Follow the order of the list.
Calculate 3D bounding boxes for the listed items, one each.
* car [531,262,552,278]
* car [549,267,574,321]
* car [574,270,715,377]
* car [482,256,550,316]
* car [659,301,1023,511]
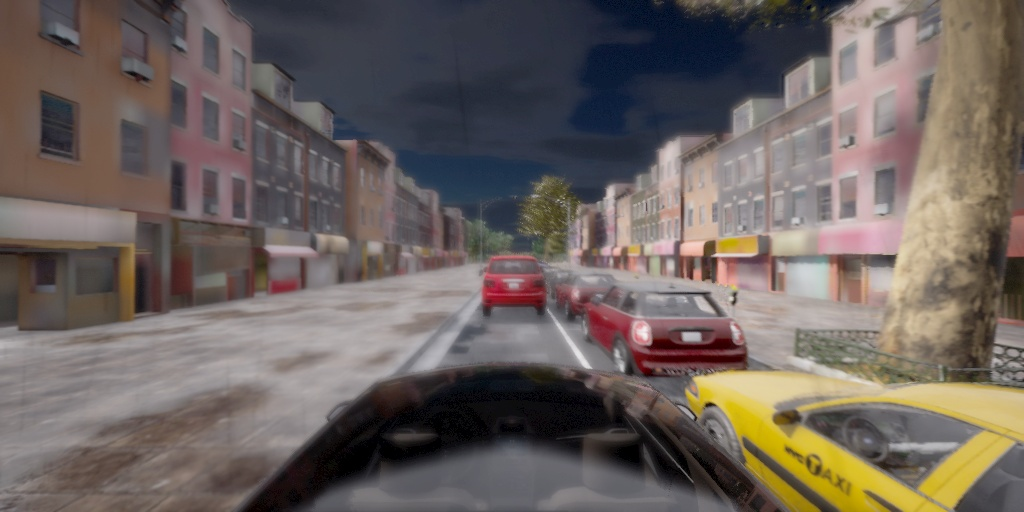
[{"bbox_3d":[3.014,1.411,37.208,1.812,1.442,4.674,0,0,0],"label":"car"},{"bbox_3d":[2.634,1.240,12.743,1.967,1.591,4.097,0,0,0],"label":"car"},{"bbox_3d":[2.636,1.217,7.196,1.967,1.591,4.097,0,0,0],"label":"car"},{"bbox_3d":[0.075,1.027,13.809,2.150,2.045,5.566,0,0,0],"label":"car"},{"bbox_3d":[2.637,1.275,1.820,1.751,1.417,4.829,0,0,0],"label":"car"}]
